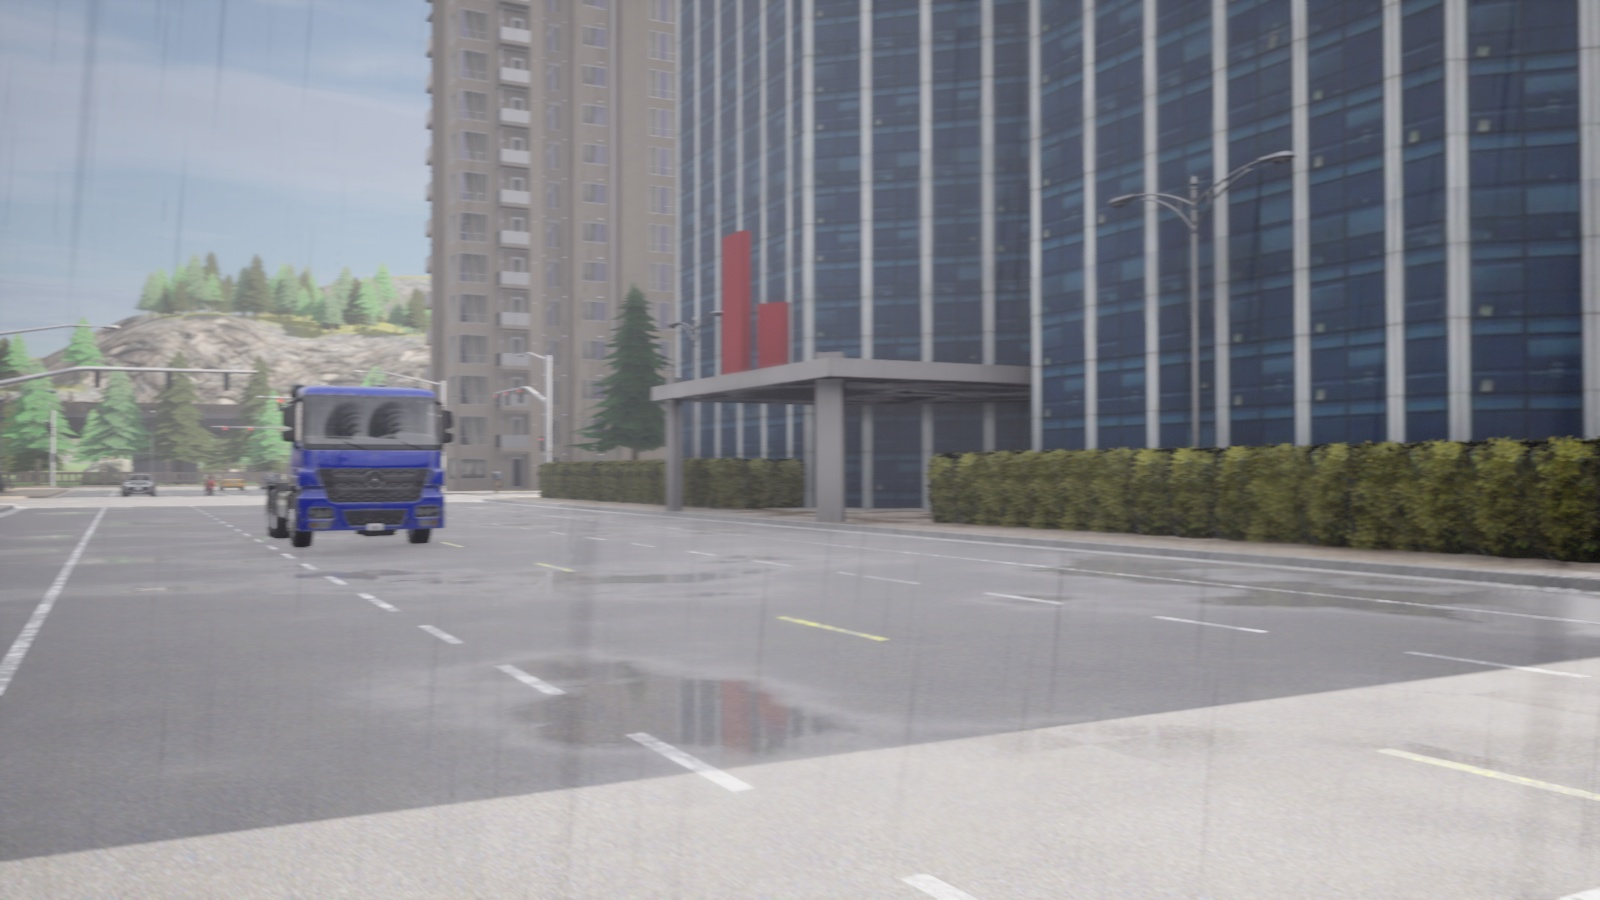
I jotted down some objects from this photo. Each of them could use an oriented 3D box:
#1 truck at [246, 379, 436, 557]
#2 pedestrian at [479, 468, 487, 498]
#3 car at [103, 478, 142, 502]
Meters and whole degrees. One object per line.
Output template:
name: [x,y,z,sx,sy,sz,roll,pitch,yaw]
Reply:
truck: [-10.680,0.423,28.632,2.891,3.462,7.936,0,-1,-29]
pedestrian: [-20.646,2.169,81.739,0.423,1.949,0.788,0,-1,-21]
car: [-43.713,2.590,81.073,1.970,1.475,3.806,0,-1,-25]
